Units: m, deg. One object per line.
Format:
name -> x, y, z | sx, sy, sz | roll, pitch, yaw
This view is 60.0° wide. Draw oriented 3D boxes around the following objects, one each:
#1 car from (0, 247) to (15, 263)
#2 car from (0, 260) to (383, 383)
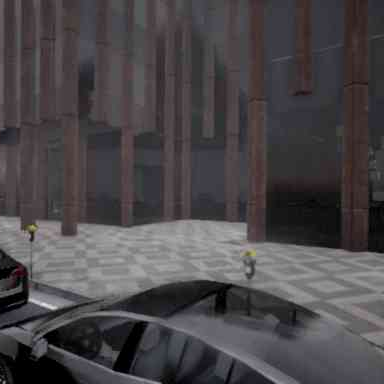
car -> -4.865, 1.538, 6.427 | 4.313, 1.339, 1.947 | 0, 1, 35
car -> -0.269, 1.559, 3.150 | 4.313, 1.339, 1.947 | 0, 1, 35
